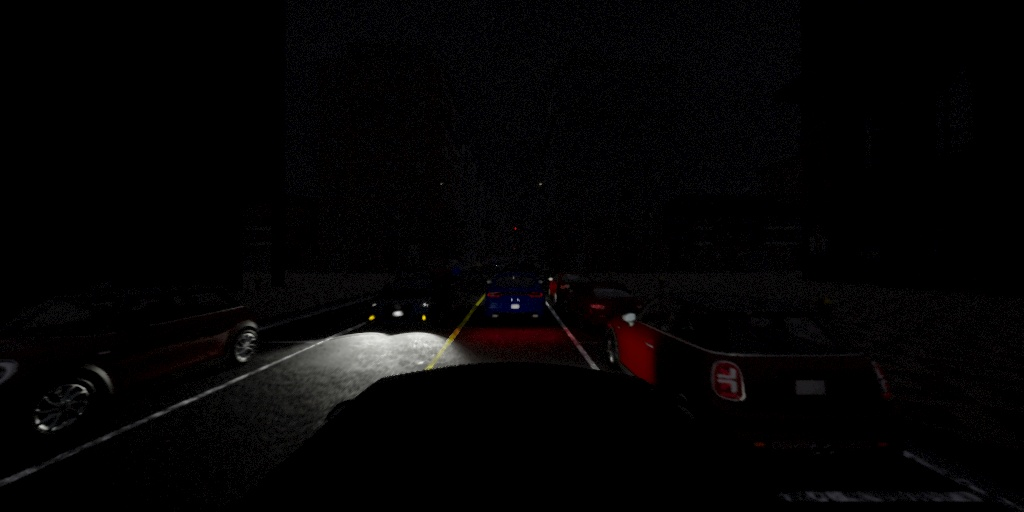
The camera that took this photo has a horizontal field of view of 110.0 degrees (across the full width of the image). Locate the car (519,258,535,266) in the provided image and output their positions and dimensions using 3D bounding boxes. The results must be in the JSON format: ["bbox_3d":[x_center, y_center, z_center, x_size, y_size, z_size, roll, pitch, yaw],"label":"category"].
[{"bbox_3d":[2.721,1.364,60.355,2.192,1.841,5.009,0,0,0],"label":"car"}]

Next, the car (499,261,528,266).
[{"bbox_3d":[0.117,1.426,29.507,1.837,1.490,4.892,0,0,0],"label":"car"}]

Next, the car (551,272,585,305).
[{"bbox_3d":[2.681,1.386,16.419,1.888,1.381,4.507,0,0,0],"label":"car"}]

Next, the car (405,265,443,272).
[{"bbox_3d":[-5.840,1.441,22.091,1.948,1.339,4.313,0,0,0],"label":"car"}]

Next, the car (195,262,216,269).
[{"bbox_3d":[-42.253,1.486,48.696,4.902,1.511,2.128,0,0,1],"label":"car"}]

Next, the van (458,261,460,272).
[{"bbox_3d":[-5.829,1.283,33.373,1.690,1.789,3.998,0,0,0],"label":"van"}]

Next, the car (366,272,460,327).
[{"bbox_3d":[-3.091,1.375,11.685,1.994,1.385,4.181,0,0,0],"label":"car"}]

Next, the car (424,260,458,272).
[{"bbox_3d":[-5.834,1.224,27.732,2.192,1.841,5.009,0,0,0],"label":"car"}]

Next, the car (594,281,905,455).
[{"bbox_3d":[2.670,1.211,5.140,1.967,1.591,4.097,0,0,0],"label":"car"}]

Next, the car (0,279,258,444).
[{"bbox_3d":[-5.855,1.211,5.173,1.967,1.591,4.097,0,0,0],"label":"car"}]

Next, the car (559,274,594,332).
[{"bbox_3d":[2.676,1.388,10.780,1.802,1.307,4.207,0,0,0],"label":"car"}]

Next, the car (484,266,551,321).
[{"bbox_3d":[0.101,1.295,12.736,1.882,1.535,5.008,0,0,0],"label":"car"}]

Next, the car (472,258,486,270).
[{"bbox_3d":[-5.805,1.574,60.220,1.751,1.417,4.829,0,0,0],"label":"car"}]
